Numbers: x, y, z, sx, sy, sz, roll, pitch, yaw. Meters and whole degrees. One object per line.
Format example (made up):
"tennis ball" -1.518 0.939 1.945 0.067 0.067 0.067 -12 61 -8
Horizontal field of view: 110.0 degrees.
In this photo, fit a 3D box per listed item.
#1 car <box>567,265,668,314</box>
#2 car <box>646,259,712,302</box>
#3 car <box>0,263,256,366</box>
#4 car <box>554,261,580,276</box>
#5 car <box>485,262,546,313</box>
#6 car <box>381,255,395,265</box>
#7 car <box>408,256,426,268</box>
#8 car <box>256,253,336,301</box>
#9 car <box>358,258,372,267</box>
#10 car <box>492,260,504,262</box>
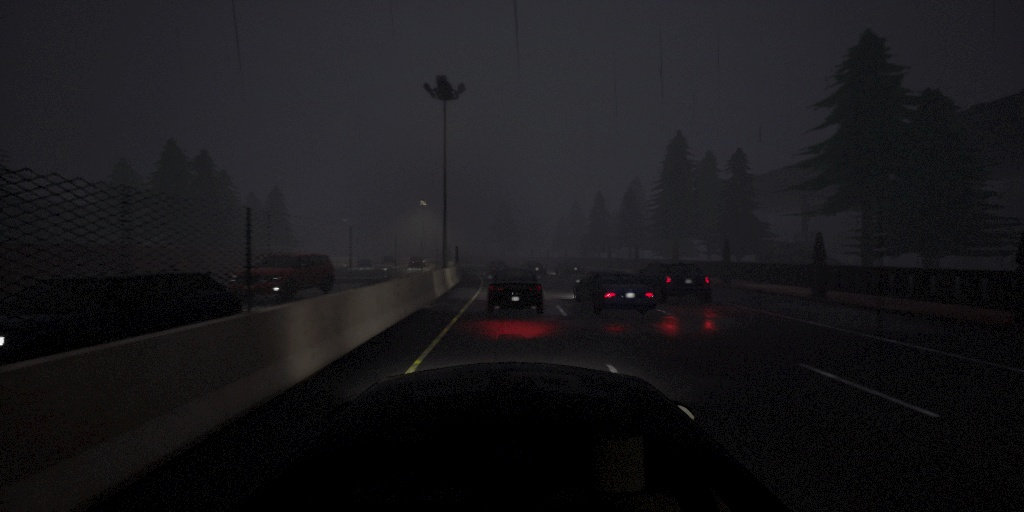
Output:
"car" 3.600 1.233 13.462 2.033 1.411 5.357 0 0 0
"car" 7.059 1.020 16.489 2.097 1.767 4.553 0 0 -1
"car" -7.107 1.078 6.131 2.097 1.767 4.553 0 0 0
"car" 5.489 1.131 34.694 1.994 1.385 4.181 0 0 -9
"car" 0.093 1.162 13.621 1.882 1.535 5.008 0 0 0
"car" -19.874 0.594 57.592 1.837 1.490 4.892 0 0 -26
"car" -13.830 0.822 52.144 2.097 1.767 4.553 0 0 -21
"car" -10.616 0.885 17.203 2.150 2.045 5.566 0 0 -1
"car" -22.716 1.000 55.403 2.033 1.411 5.357 0 0 -25
"car" -1.433 1.118 34.158 2.033 1.411 5.357 0 0 -10
